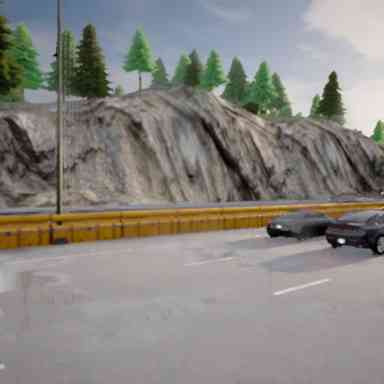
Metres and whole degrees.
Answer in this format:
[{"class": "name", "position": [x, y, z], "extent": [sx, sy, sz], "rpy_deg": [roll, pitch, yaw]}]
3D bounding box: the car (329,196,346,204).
[{"class": "car", "position": [22.804, 1.322, 50.300], "extent": [4.553, 1.767, 2.097], "rpy_deg": [0, 0, -35]}]

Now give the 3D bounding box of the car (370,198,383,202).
[{"class": "car", "position": [26.081, 1.496, 44.054], "extent": [4.674, 1.442, 1.812], "rpy_deg": [0, 0, -35]}]

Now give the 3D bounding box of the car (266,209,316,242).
[{"class": "car", "position": [5.647, 1.556, 16.445], "extent": [4.181, 1.385, 1.994], "rpy_deg": [0, 0, -35]}]

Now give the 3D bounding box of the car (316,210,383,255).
[{"class": "car", "position": [7.363, 1.498, 13.371], "extent": [4.892, 1.490, 1.837], "rpy_deg": [0, 0, -35]}]

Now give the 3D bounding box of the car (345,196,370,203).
[{"class": "car", "position": [24.116, 1.496, 46.955], "extent": [4.674, 1.442, 1.812], "rpy_deg": [0, 0, -35]}]
